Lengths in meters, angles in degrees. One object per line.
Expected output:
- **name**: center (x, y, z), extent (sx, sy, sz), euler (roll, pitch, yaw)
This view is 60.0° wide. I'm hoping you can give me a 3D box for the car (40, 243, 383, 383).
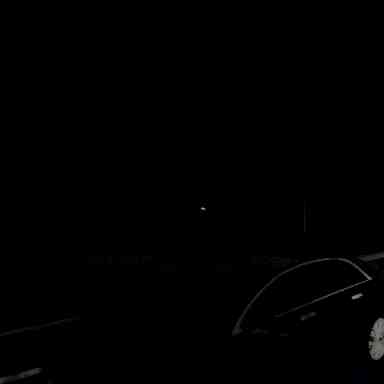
- **car**: center (0.754, 1.499, 4.204), extent (4.892, 1.490, 1.837), euler (-1, 0, -35)
